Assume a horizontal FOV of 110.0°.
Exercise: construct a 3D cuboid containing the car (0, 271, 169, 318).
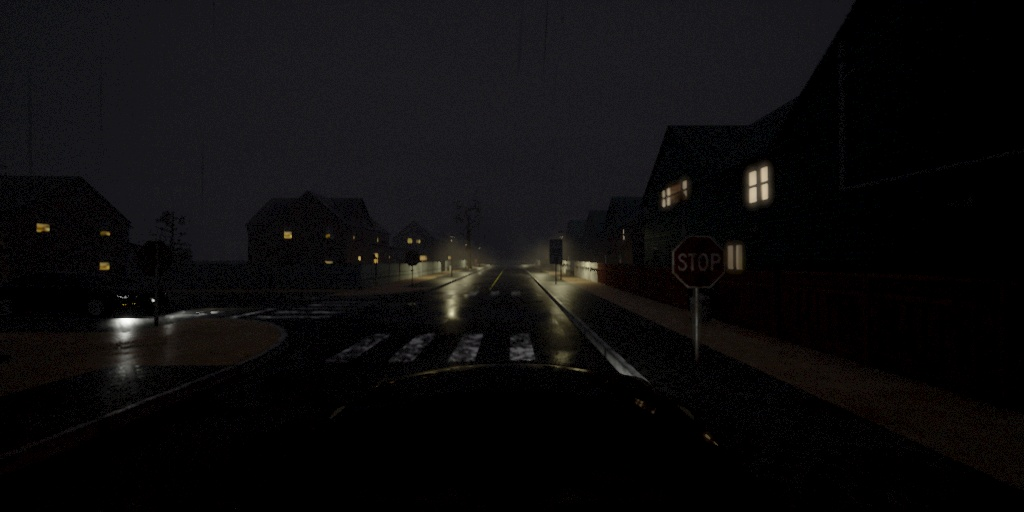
[{"bbox_3d":[-14.741,1.264,12.332,4.892,1.490,1.837,0,-1,0],"label":"car"}]
